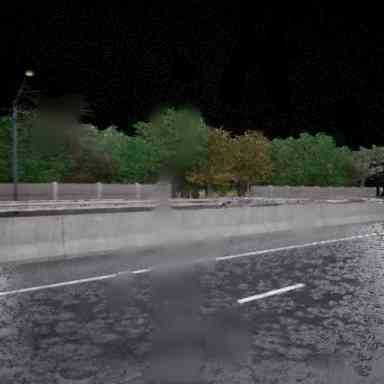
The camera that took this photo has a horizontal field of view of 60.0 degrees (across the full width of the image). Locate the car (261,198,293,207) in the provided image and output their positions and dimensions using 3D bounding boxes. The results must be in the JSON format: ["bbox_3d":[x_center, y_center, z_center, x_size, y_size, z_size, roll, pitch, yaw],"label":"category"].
[{"bbox_3d":[9.114,1.472,31.955,4.181,1.385,1.994,0,0,-35],"label":"car"}]

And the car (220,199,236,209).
[{"bbox_3d":[5.160,1.475,37.724,4.181,1.385,1.994,0,0,-35],"label":"car"}]

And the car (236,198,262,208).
[{"bbox_3d":[7.421,1.403,35.043,4.902,1.511,2.128,0,0,-35],"label":"car"}]

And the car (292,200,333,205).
[{"bbox_3d":[11.150,1.471,29.107,4.181,1.385,1.994,0,0,-35],"label":"car"}]
